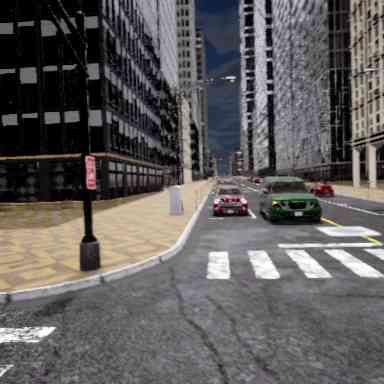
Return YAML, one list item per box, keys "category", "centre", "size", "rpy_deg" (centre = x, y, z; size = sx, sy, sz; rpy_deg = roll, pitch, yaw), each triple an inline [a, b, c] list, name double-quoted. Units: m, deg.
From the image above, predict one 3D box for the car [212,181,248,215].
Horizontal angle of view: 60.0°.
- category: "car"
  centre: [2.161, 0.393, 19.338]
  size: [1.967, 1.590, 4.097]
  rpy_deg: [-1, 3, 5]

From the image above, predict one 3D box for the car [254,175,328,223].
- category: "car"
  centre: [4.610, 0.329, 16.470]
  size: [2.150, 2.045, 5.566]
  rpy_deg: [-2, 5, 5]

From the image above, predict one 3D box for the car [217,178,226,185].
- category: "car"
  centre: [6.586, -2.381, 74.845]
  size: [2.008, 1.369, 4.403]
  rpy_deg: [-1, 3, 5]

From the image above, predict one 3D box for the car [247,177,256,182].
- category: "car"
  centre: [16.269, -3.483, 90.903]
  size: [1.947, 1.339, 4.313]
  rpy_deg: [-1, 3, 5]

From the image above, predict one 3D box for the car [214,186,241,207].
- category: "car"
  centre: [2.605, 0.246, 24.895]
  size: [1.802, 1.307, 4.206]
  rpy_deg: [-1, 3, 5]

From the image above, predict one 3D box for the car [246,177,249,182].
- category: "car"
  centre: [15.823, -3.445, 85.338]
  size: [2.192, 1.841, 5.009]
  rpy_deg: [-1, 3, 5]

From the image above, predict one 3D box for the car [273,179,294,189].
- category: "car"
  centre: [12.729, -1.176, 46.485]
  size: [1.947, 1.339, 4.313]
  rpy_deg: [-1, 3, 5]

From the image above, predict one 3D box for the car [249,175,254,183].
- category: "car"
  centre: [15.383, -2.928, 79.797]
  size: [1.887, 1.381, 4.507]
  rpy_deg: [-1, 3, 5]

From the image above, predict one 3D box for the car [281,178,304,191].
- category: "car"
  centre: [12.300, -0.937, 41.101]
  size: [1.752, 1.417, 4.829]
  rpy_deg: [-1, 3, 5]

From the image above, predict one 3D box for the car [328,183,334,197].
- category: "car"
  centre: [11.401, -0.294, 29.829]
  size: [1.802, 1.307, 4.206]
  rpy_deg: [-1, 3, 5]

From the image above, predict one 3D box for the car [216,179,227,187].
- category: "car"
  centre: [5.701, -1.805, 63.744]
  size: [2.008, 1.369, 4.403]
  rpy_deg: [-1, 3, 5]

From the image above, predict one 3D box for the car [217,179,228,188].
- category: "car"
  centre: [5.259, -1.522, 58.194]
  size: [1.887, 1.381, 4.507]
  rpy_deg: [-1, 3, 5]

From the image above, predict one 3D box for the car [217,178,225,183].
- category: "car"
  centre: [7.470, -2.963, 85.945]
  size: [1.887, 1.381, 4.507]
  rpy_deg: [-1, 3, 5]

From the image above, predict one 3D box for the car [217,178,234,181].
- category: "car"
  centre: [3.044, -0.309, 30.432]
  size: [2.192, 1.841, 5.009]
  rpy_deg: [-1, 3, 5]

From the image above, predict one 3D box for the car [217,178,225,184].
- category: "car"
  centre: [7.028, -2.654, 80.395]
  size: [1.947, 1.339, 4.313]
  rpy_deg: [-1, 3, 5]
